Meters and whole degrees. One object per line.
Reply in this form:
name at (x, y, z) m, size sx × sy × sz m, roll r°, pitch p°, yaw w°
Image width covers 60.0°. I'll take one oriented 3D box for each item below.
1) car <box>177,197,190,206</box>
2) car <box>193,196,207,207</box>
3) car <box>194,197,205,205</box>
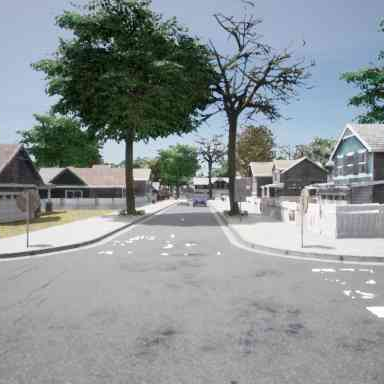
car at (-1.480, 1.519, 55.289) m, size 1.812 × 1.442 × 4.674 m, roll 0°, pitch 0°, yaw 1°
car at (1.181, 1.346, 51.410) m, size 2.097 × 1.767 × 4.553 m, roll 0°, pitch 0°, yaw 1°
car at (1.413, 1.556, 61.473) m, size 1.994 × 1.385 × 4.181 m, roll 0°, pitch 0°, yaw 1°
